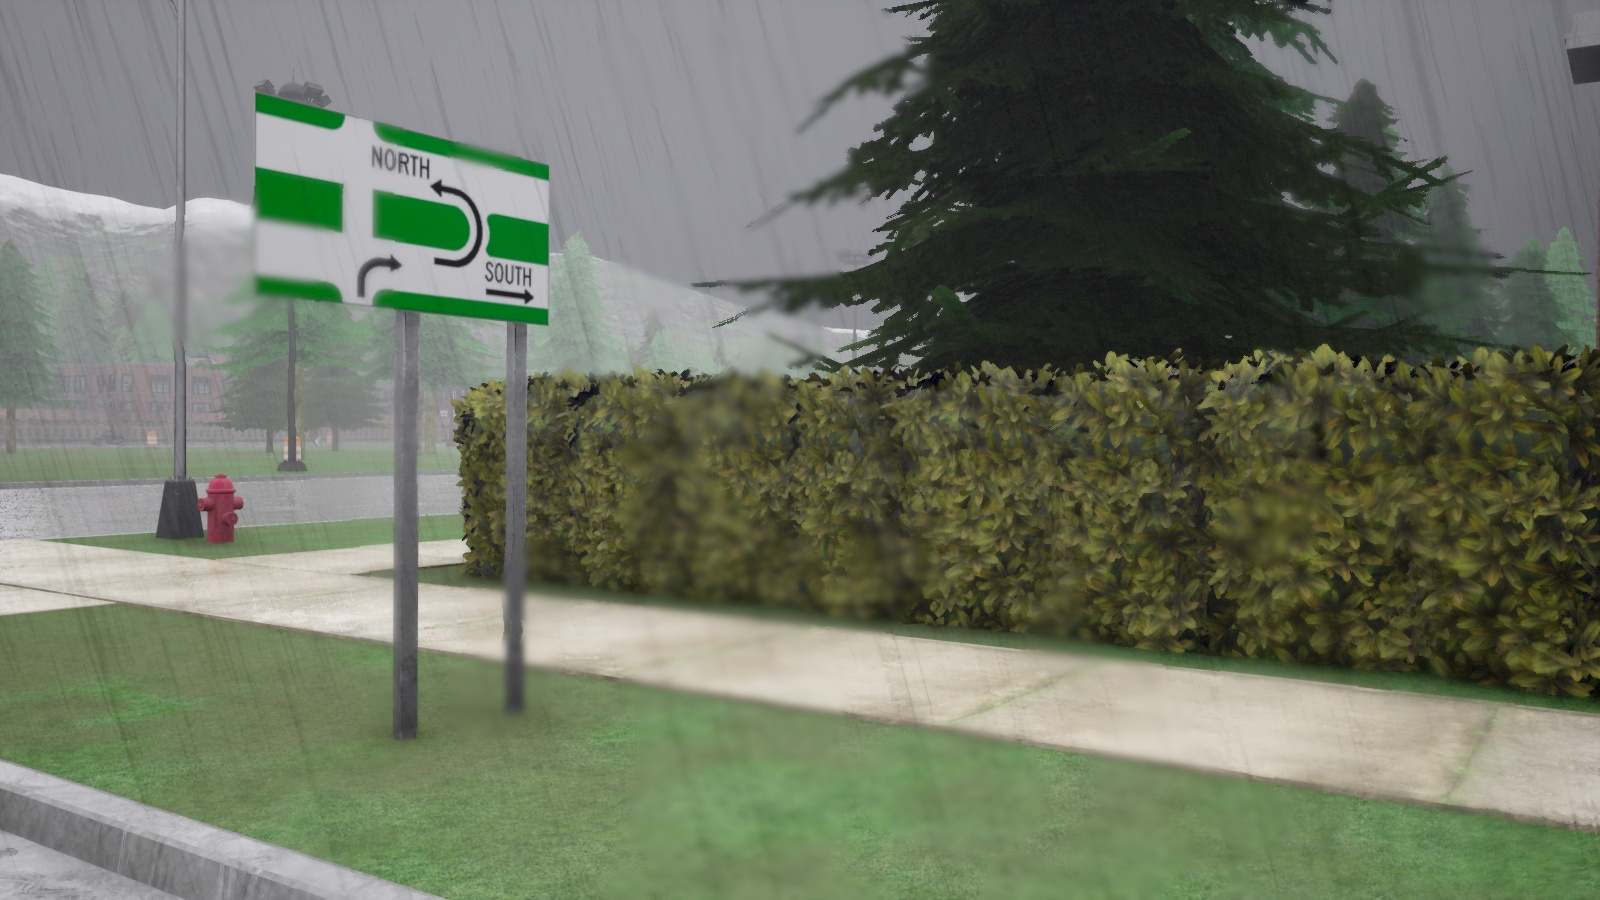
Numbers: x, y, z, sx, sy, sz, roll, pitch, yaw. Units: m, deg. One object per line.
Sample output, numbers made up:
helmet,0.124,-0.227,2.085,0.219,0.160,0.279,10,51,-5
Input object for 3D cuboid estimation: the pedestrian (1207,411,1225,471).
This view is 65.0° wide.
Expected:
pedestrian,12.657,-0.276,38.192,0.345,1.836,0.594,0,1,34
